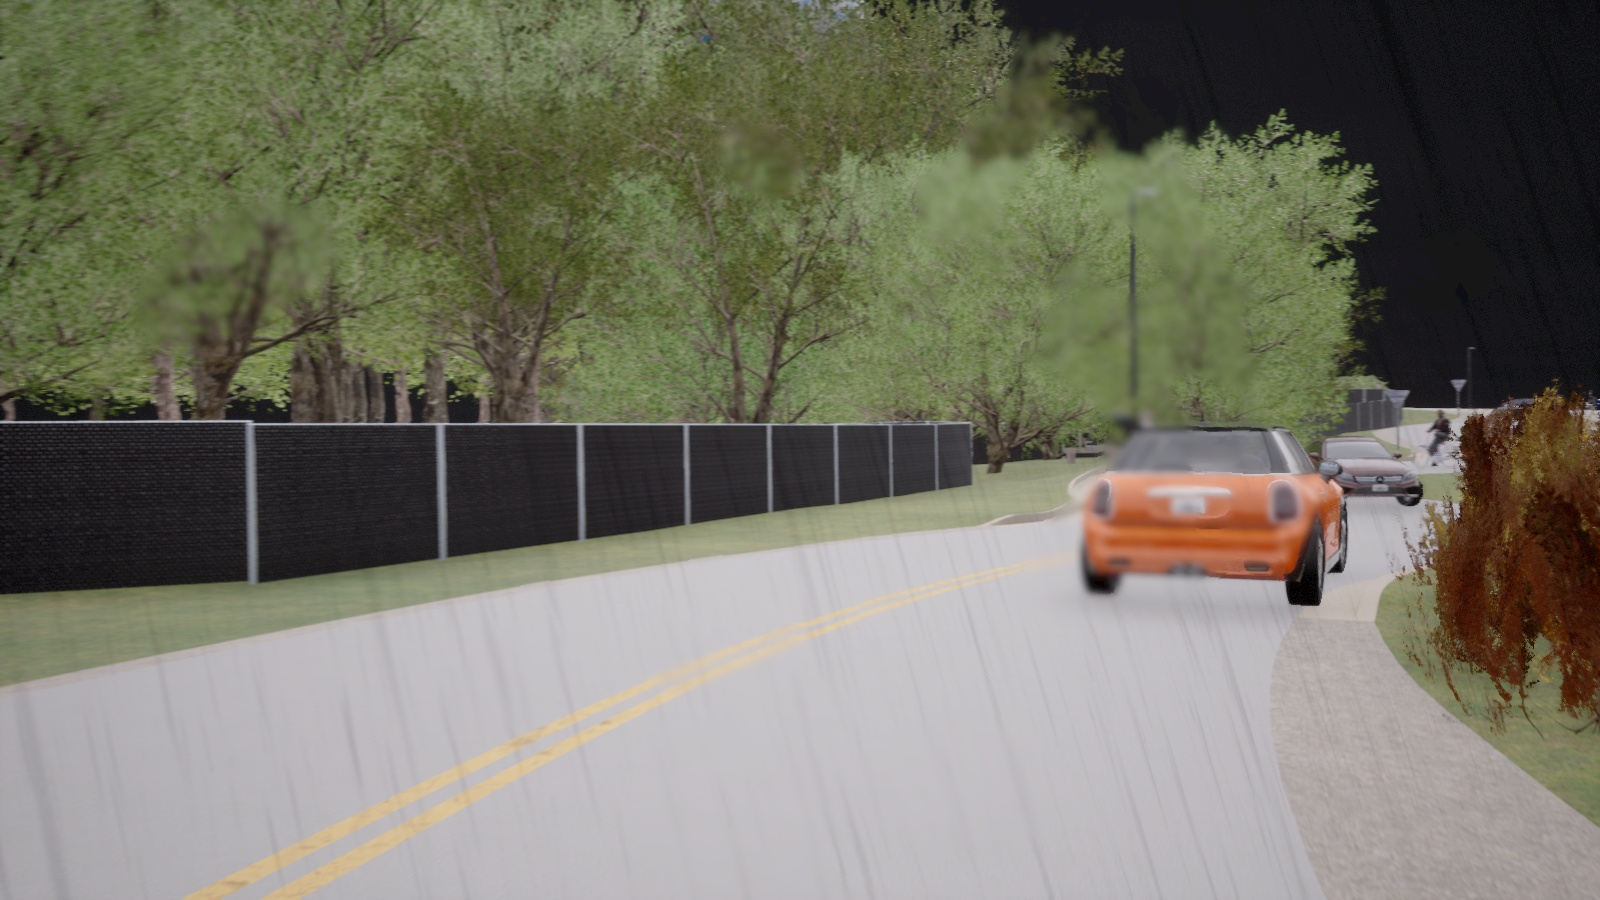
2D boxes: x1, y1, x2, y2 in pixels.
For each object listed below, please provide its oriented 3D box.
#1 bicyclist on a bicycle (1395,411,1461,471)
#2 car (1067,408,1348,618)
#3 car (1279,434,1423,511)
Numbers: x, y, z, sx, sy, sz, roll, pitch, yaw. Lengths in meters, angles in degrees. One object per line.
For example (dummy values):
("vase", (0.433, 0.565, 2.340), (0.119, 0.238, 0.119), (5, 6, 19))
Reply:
("bicyclist on a bicycle", (18.727, -0.281, 37.447), (1.843, 1.776, 0.659), (-1, 3, -22))
("car", (4.415, 0.516, 13.056), (2.097, 1.767, 4.553), (0, 0, 27))
("car", (12.430, 0.448, 28.653), (1.812, 1.442, 4.674), (-1, 3, 8))
